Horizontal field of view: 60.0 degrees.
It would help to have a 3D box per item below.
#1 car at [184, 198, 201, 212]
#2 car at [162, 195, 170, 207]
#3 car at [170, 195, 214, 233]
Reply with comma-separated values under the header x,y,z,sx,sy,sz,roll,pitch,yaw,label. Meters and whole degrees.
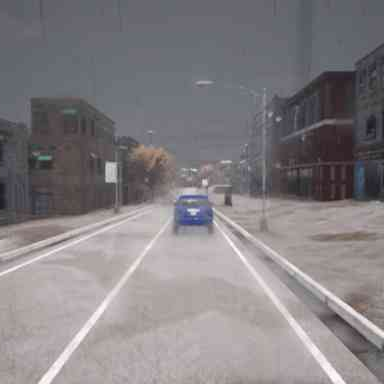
x,y,z,sx,sy,sz,roll,pitch,yaw,label
0.006,1.458,38.106,1.812,1.442,4.674,0,0,0,car
-3.304,1.305,50.009,2.097,1.767,4.553,0,0,0,car
0.071,1.167,19.452,2.150,2.045,5.566,0,0,0,car
